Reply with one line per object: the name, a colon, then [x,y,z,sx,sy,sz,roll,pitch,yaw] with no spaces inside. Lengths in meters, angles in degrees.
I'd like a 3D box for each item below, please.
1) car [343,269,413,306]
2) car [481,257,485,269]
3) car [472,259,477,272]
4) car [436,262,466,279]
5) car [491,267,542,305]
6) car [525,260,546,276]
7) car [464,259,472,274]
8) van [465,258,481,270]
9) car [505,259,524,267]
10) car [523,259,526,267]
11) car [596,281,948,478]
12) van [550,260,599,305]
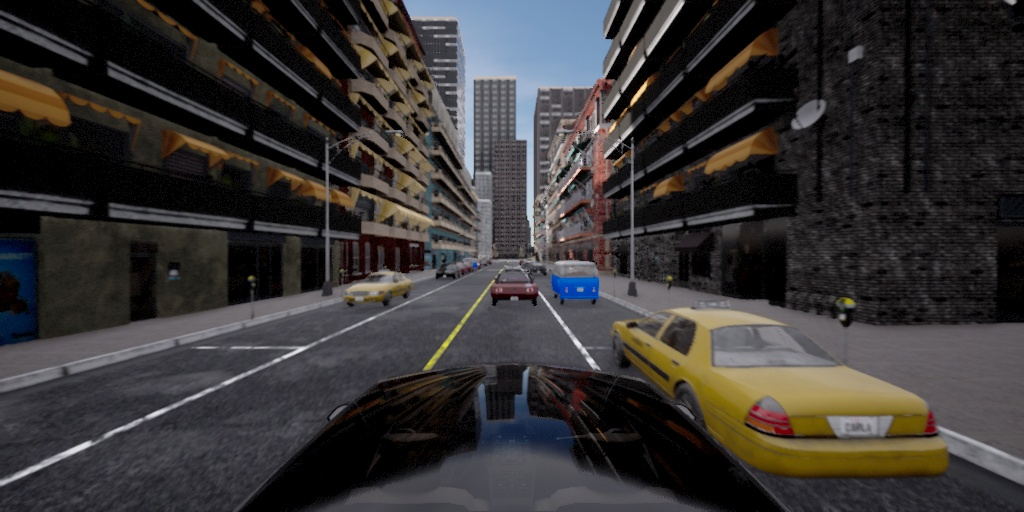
car: [-5.693,1.289,15.799,1.751,1.417,4.829,0,0,0]
car: [-5.692,1.246,54.633,1.967,1.591,4.097,0,0,0]
car: [-5.692,1.338,43.586,1.888,1.381,4.507,0,0,0]
car: [-5.692,1.346,32.538,1.948,1.339,4.313,0,0,0]
car: [0.101,1.364,16.187,1.895,1.301,4.718,0,0,0]
car: [2.689,1.337,38.049,2.007,1.370,4.403,0,0,0]
car: [-5.692,1.332,38.062,1.888,1.381,4.507,0,0,0]
van: [-5.692,1.140,49.110,1.690,1.789,3.998,0,0,0]
car: [0.101,1.393,43.234,1.895,1.301,4.718,0,0,0]
car: [2.689,1.343,43.572,2.007,1.370,4.403,0,0,0]
car: [2.688,1.278,5.079,1.751,1.417,4.829,0,0,0]
van: [2.688,1.104,15.956,1.690,1.789,3.998,0,0,0]
